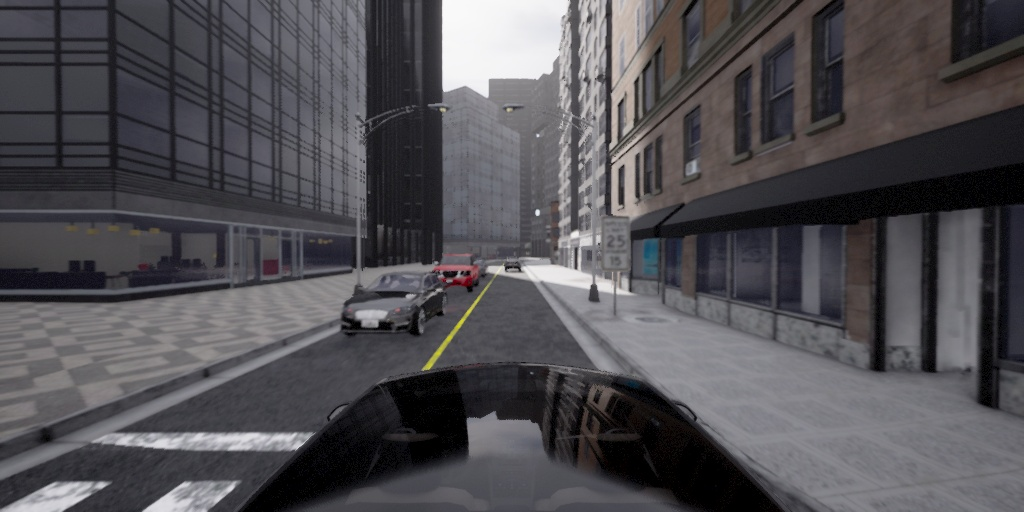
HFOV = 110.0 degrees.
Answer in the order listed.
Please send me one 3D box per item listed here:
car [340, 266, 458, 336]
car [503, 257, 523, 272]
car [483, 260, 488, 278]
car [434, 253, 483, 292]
[{"bbox_3d":[-3.094,1.203,10.309,2.128,1.511,4.902,0,0,0],"label":"car"},{"bbox_3d":[0.097,0.938,39.898,1.837,1.490,4.892,0,1,0],"label":"car"},{"bbox_3d":[-3.085,1.022,31.038,2.128,1.511,4.902,0,1,0],"label":"car"},{"bbox_3d":[-3.101,0.858,20.613,2.150,2.045,5.566,0,0,0],"label":"car"}]
